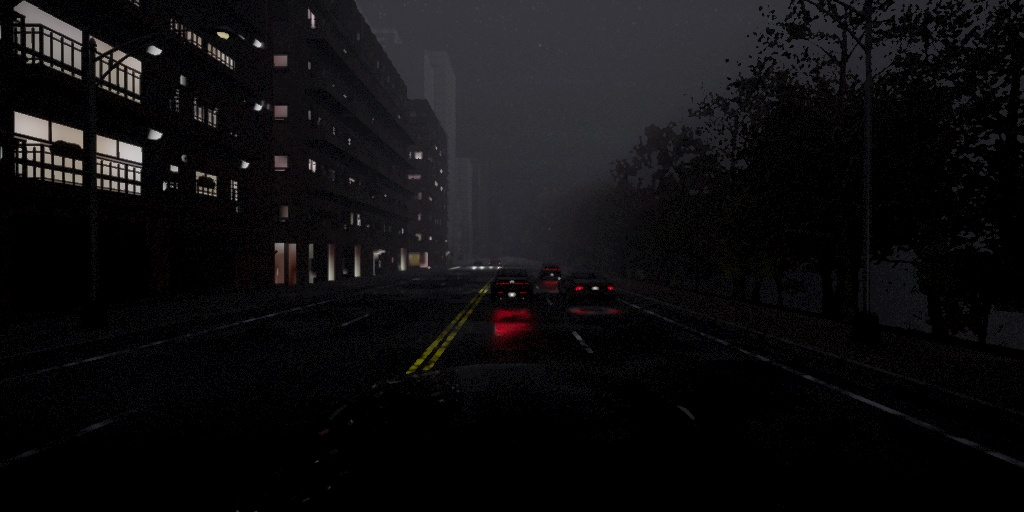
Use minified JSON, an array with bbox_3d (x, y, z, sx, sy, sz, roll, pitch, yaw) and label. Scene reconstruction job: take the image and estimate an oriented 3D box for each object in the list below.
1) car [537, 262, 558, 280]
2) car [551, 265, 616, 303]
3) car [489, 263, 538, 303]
[{"bbox_3d":[3.251,1.265,31.502,1.837,1.490,4.892,0,0,0],"label":"car"},{"bbox_3d":[3.251,1.312,16.501,2.033,1.411,5.357,0,0,0],"label":"car"},{"bbox_3d":[0.001,1.265,16.501,1.837,1.490,4.892,0,0,0],"label":"car"}]
